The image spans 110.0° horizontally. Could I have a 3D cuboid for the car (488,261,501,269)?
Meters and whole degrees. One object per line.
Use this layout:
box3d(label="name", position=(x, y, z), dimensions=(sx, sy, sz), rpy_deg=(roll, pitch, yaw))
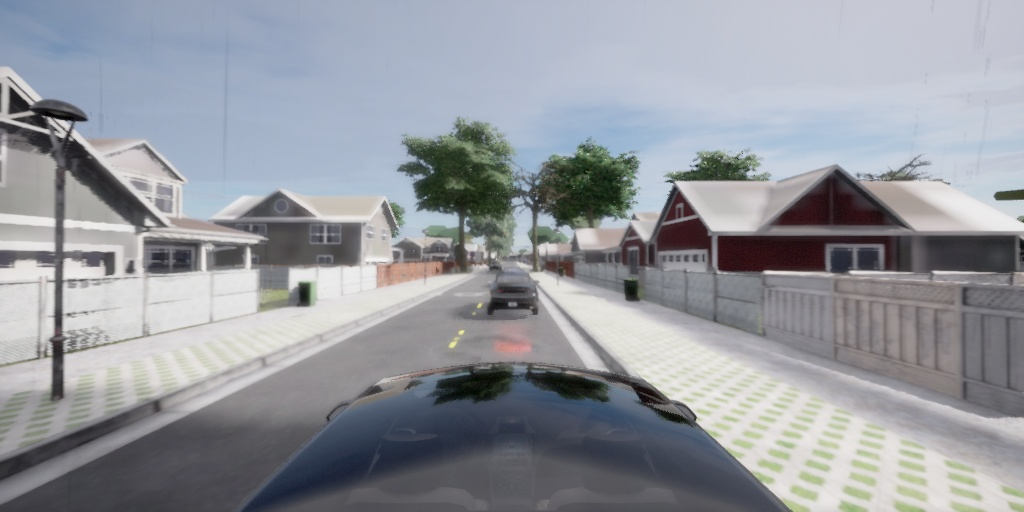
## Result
box3d(label="car", position=(-2.781, 1.638, 60.326), dimensions=(2.097, 1.767, 4.553), rpy_deg=(0, 0, 1))

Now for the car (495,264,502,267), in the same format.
box3d(label="car", position=(0.026, 1.525, 27.123), dimensions=(2.033, 1.411, 5.357), rpy_deg=(0, -1, 0))

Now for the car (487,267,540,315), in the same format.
box3d(label="car", position=(0.047, 1.365, 14.254), dimensions=(1.837, 1.490, 4.892), rpy_deg=(0, 0, 1))
